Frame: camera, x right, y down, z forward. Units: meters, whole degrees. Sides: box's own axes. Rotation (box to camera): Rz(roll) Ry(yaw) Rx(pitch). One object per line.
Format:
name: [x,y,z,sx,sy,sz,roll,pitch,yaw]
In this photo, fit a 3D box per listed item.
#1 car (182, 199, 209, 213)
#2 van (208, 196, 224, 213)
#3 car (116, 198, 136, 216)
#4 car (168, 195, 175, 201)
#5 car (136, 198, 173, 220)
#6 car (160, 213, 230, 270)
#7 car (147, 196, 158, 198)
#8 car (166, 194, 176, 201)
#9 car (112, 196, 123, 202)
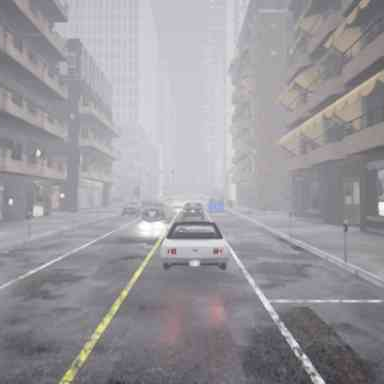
car: [0.098,1.567,28.879,2.033,1.411,5.357,0,0,0]
van: [2.712,1.367,37.610,1.690,1.788,3.998,1,0,0]
car: [-5.639,1.573,32.017,2.008,1.369,4.403,1,0,0]
car: [-5.668,1.642,92.280,1.802,1.307,4.206,1,0,0]
car: [-3.095,1.511,28.275,2.128,1.511,4.902,0,0,0]
car: [0.087,1.609,11.060,1.895,1.301,4.718,0,0,0]
car: [-5.639,1.595,43.097,1.947,1.339,4.313,1,0,0]
car: [-5.665,1.497,86.705,1.967,1.590,4.097,1,0,0]
car: [-16.484,1.544,71.286,4.097,1.590,1.967,0,-1,0]
